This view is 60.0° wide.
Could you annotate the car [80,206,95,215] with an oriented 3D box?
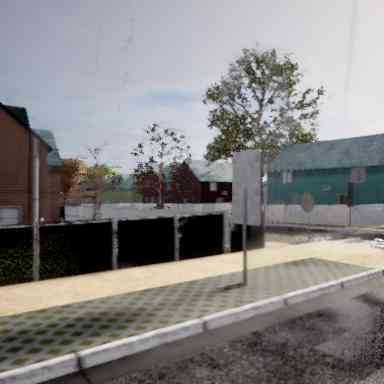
[{"bbox_3d":[-15.612,2.725,49.215,1.895,1.301,4.718,0,-2,-35],"label":"car"}]
